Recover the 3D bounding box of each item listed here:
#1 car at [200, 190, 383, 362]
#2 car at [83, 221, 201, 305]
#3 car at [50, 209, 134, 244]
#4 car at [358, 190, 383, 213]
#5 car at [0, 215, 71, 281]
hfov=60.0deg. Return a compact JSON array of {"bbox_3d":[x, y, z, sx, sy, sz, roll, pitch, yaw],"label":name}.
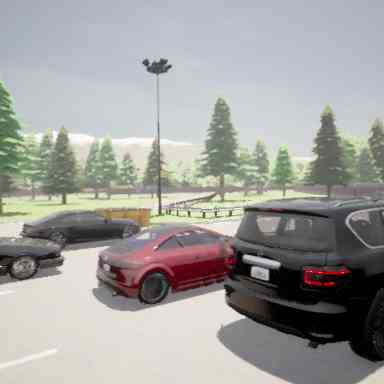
[{"bbox_3d":[3.078,1.098,5.945,5.566,2.045,2.150,-2,1,-35],"label":"car"},{"bbox_3d":[-0.124,1.470,7.957,4.181,1.385,1.994,-1,1,-35],"label":"car"},{"bbox_3d":[-4.373,1.436,13.527,4.674,1.442,1.812,-2,1,-35],"label":"car"},{"bbox_3d":[16.333,0.720,28.297,4.553,1.767,2.097,-1,1,-35],"label":"car"},{"bbox_3d":[-6.038,1.555,8.038,5.357,1.411,2.033,-2,1,-35],"label":"car"}]
